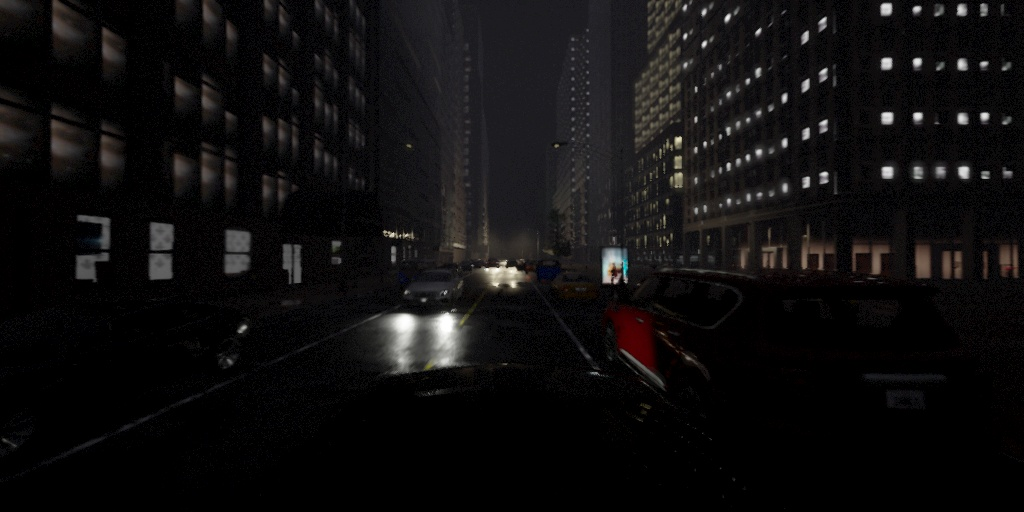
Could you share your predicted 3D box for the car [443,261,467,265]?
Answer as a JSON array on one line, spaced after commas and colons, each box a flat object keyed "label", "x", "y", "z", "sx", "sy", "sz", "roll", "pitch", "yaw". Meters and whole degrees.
[{"label": "car", "x": -5.684, "y": 1.319, "z": 33.312, "sx": 1.948, "sy": 1.339, "sz": 4.313, "roll": 0, "pitch": 0, "yaw": 0}]

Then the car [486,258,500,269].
[{"label": "car", "x": -3.035, "y": 1.110, "z": 56.551, "sx": 2.097, "sy": 1.767, "sz": 4.553, "roll": 0, "pitch": 0, "yaw": 1}]

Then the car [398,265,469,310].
[{"label": "car", "x": -3.094, "y": 1.277, "z": 14.912, "sx": 1.812, "sy": 1.442, "sz": 4.674, "roll": 0, "pitch": 0, "yaw": 0}]

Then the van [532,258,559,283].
[{"label": "van", "x": 2.696, "y": 1.092, "z": 27.601, "sx": 1.690, "sy": 1.789, "sz": 3.998, "roll": 0, "pitch": 0, "yaw": 0}]

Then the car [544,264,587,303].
[{"label": "car", "x": 2.694, "y": 1.276, "z": 16.392, "sx": 1.751, "sy": 1.417, "sz": 4.829, "roll": 0, "pitch": 0, "yaw": 0}]

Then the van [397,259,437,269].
[{"label": "van", "x": -5.686, "y": 1.092, "z": 21.933, "sx": 1.690, "sy": 1.789, "sz": 3.998, "roll": 0, "pitch": 0, "yaw": 0}]

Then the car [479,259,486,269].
[{"label": "car", "x": -5.680, "y": 1.197, "z": 56.069, "sx": 1.967, "sy": 1.591, "sz": 4.097, "roll": 0, "pitch": 0, "yaw": 0}]

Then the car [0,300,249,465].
[{"label": "car", "x": -5.690, "y": 1.317, "z": 4.866, "sx": 1.948, "sy": 1.339, "sz": 4.313, "roll": 0, "pitch": 0, "yaw": 0}]

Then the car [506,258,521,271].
[{"label": "car", "x": 0.009, "y": 1.358, "z": 57.431, "sx": 1.895, "sy": 1.301, "sz": 4.718, "roll": 0, "pitch": 0, "yaw": 0}]

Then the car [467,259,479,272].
[{"label": "car", "x": -5.682, "y": 1.305, "z": 44.690, "sx": 2.007, "sy": 1.370, "sz": 4.403, "roll": 0, "pitch": 0, "yaw": 0}]

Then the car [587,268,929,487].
[{"label": "car", "x": 2.691, "y": 1.065, "z": 4.845, "sx": 2.192, "sy": 1.841, "sz": 5.009, "roll": 0, "pitch": 0, "yaw": 0}]

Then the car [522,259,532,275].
[{"label": "car", "x": 2.357, "y": 1.209, "z": 39.426, "sx": 1.801, "sy": 1.575, "sz": 5.366, "roll": 0, "pitch": 0, "yaw": 0}]
